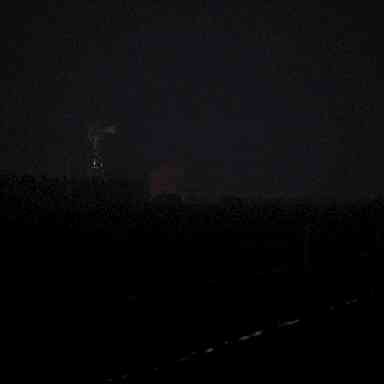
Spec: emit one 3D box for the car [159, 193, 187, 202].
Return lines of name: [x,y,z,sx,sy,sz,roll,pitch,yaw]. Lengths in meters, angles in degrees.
car: [-3.136,0.953,61.828,4.892,1.490,1.837,1,-1,34]

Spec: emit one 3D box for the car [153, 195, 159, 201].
car: [-5.689,1.090,66.931,4.892,1.490,1.837,1,-1,35]

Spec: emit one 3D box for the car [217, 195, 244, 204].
car: [6.702,1.333,58.559,5.008,1.535,1.882,1,-1,33]
